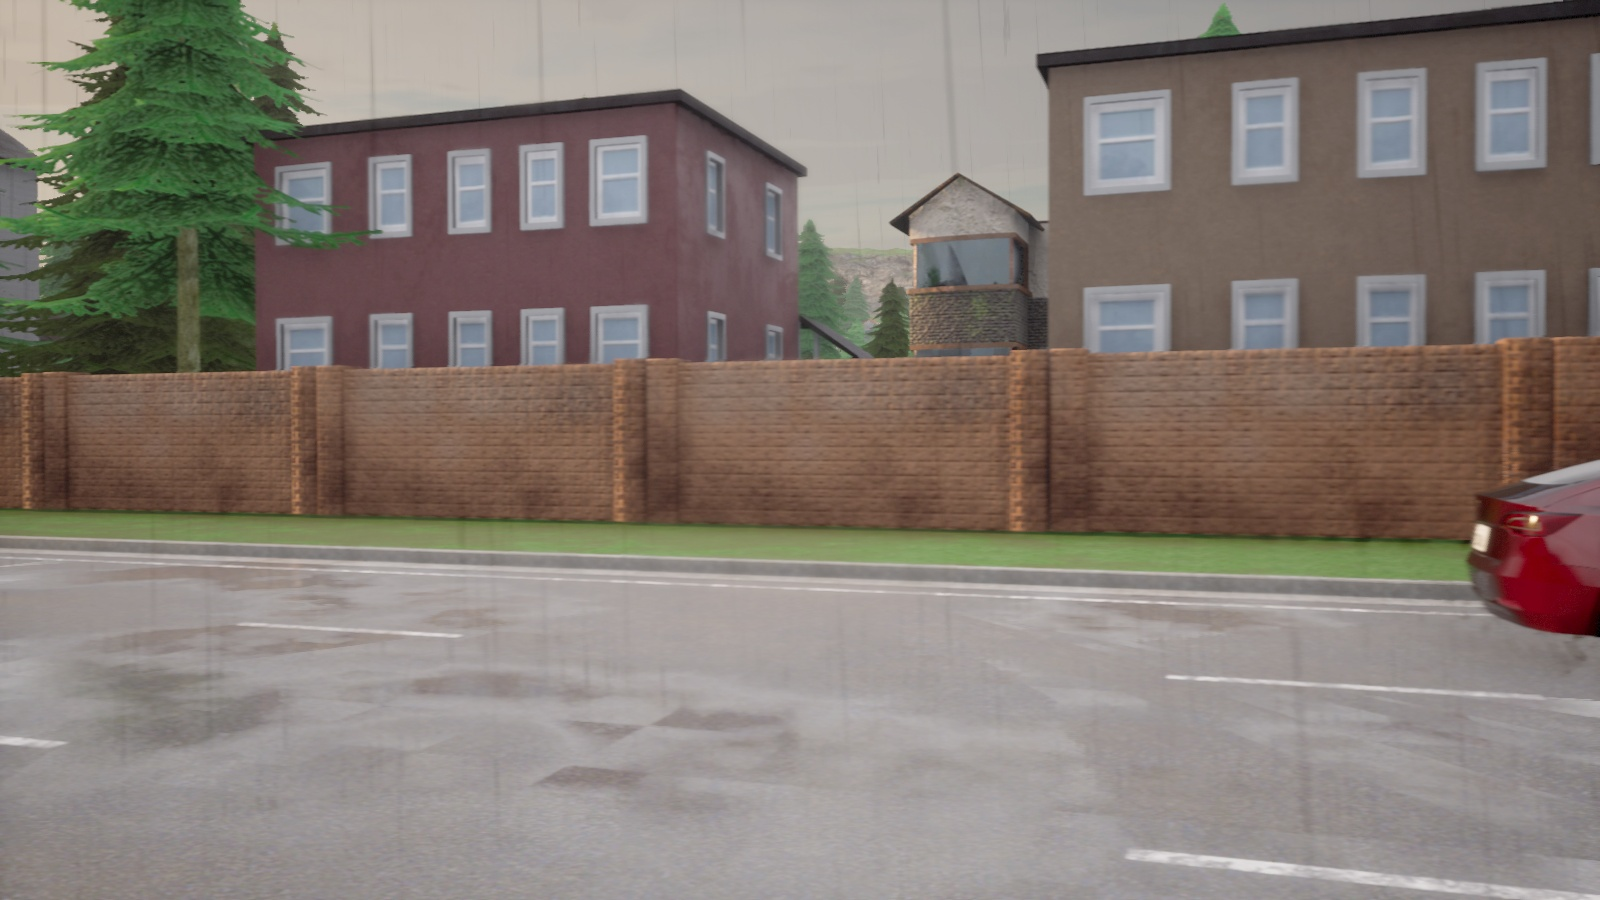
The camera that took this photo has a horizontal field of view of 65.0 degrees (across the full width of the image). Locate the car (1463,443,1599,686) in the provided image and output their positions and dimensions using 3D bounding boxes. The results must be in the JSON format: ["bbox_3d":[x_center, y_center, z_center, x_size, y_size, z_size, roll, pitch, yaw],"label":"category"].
[{"bbox_3d":[7.188,0.723,8.160,4.792,1.488,2.163,1,1,19],"label":"car"}]
